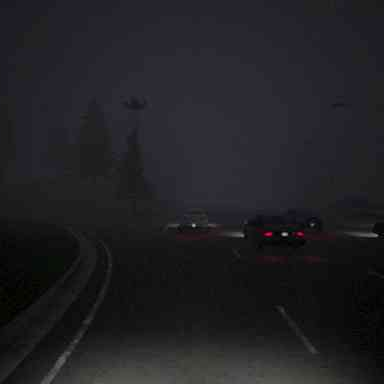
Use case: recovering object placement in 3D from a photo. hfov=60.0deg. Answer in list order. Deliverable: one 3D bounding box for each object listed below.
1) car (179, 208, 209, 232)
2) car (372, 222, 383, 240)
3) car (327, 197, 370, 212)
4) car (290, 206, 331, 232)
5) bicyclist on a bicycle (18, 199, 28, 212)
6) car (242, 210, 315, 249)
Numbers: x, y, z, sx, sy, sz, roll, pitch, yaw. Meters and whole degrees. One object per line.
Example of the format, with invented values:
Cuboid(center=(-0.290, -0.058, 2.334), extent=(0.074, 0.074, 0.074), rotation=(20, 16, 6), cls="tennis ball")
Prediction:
Cuboid(center=(0.108, 1.772, 21.914), extent=(1.812, 1.442, 4.674), rotation=(0, -1, 0), cls="car")
Cuboid(center=(10.606, 1.721, 15.419), extent=(2.033, 1.411, 5.357), rotation=(0, -1, 0), cls="car")
Cuboid(center=(21.948, 1.738, 46.956), extent=(2.150, 2.045, 5.566), rotation=(0, -2, -43), cls="car")
Cuboid(center=(7.107, 1.771, 21.903), extent=(1.812, 1.442, 4.674), rotation=(0, -1, 0), cls="car")
Cuboid(center=(-21.399, 1.773, 42.218), extent=(0.582, 1.620, 1.656), rotation=(0, 0, 17), cls="bicyclist on a bicycle")
Cuboid(center=(3.605, 1.721, 15.425), extent=(2.033, 1.411, 5.357), rotation=(0, -1, 0), cls="car")
